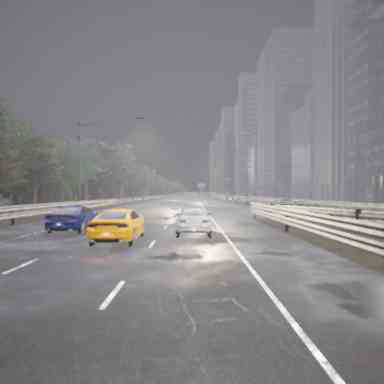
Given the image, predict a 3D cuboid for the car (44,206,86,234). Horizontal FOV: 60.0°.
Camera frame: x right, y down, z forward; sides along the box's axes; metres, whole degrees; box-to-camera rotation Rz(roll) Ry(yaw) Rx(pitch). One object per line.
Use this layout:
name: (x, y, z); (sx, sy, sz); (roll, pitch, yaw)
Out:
car: (-6.906, 1.542, 19.699); (1.882, 1.535, 5.008); (0, 0, 0)

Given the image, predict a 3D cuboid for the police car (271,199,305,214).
police car: (10.115, 1.598, 35.759); (1.930, 1.638, 5.238); (0, 0, -14)

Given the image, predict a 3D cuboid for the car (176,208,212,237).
car: (0.082, 1.586, 18.397); (1.812, 1.442, 4.674); (0, 0, 0)

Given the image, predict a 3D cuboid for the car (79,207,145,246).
car: (-3.406, 1.528, 15.642); (1.882, 1.535, 5.008); (0, 0, 0)
